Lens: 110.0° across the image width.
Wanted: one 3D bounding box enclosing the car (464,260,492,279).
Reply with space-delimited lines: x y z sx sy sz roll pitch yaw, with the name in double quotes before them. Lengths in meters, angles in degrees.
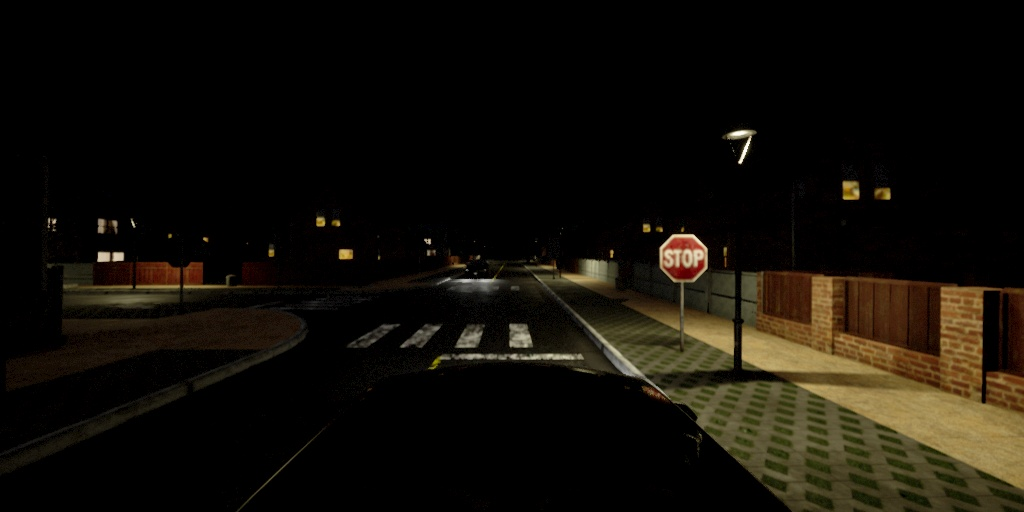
"car" -2.778 1.039 29.549 1.812 1.442 4.674 0 1 0
